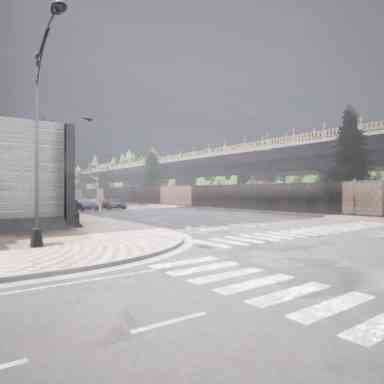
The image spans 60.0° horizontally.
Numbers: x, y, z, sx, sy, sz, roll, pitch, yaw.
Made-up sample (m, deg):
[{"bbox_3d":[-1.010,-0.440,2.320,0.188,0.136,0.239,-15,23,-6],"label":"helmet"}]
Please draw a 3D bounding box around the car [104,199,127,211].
[{"bbox_3d":[-9.521,1.501,40.277,1.994,1.385,4.181,0,0,-36],"label":"car"}]

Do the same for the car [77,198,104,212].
[{"bbox_3d":[-12.098,1.465,37.885,1.812,1.442,4.674,0,0,-36],"label":"car"}]
